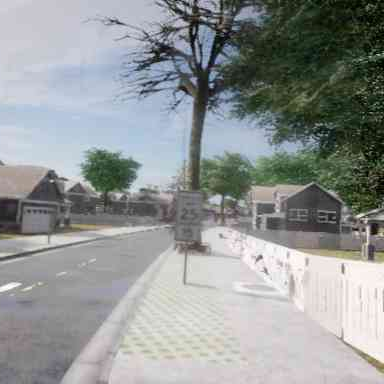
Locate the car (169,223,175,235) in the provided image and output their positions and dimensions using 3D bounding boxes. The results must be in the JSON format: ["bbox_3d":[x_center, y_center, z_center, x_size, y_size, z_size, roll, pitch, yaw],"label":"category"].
[{"bbox_3d":[-1.644,4.719,42.559,1.837,1.490,4.892,3,-4,7],"label":"car"}]
